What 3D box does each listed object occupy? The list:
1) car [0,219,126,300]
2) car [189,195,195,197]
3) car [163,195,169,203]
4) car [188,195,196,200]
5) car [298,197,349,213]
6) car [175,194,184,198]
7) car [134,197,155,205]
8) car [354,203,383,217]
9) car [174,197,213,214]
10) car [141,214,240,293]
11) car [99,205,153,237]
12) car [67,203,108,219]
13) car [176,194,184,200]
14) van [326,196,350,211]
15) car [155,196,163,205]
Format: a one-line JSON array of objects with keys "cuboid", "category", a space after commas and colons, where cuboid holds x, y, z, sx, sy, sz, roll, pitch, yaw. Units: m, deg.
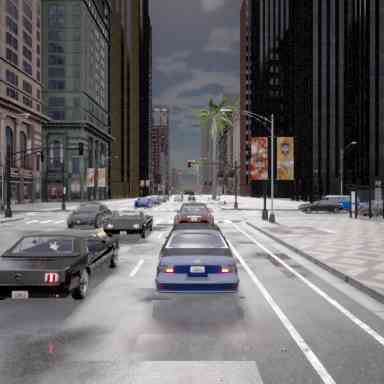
[{"cuboid": [-3.151, 1.600, 8.335, 1.895, 1.301, 4.718, 0, 0, 0], "category": "car"}, {"cuboid": [-0.021, 1.529, 81.255, 1.812, 1.442, 4.674, 0, 0, 0], "category": "car"}, {"cuboid": [-6.518, 1.559, 69.154, 1.994, 1.385, 4.181, 0, 0, 0], "category": "car"}, {"cuboid": [-0.023, 1.546, 91.476, 2.033, 1.411, 5.357, 0, 0, 0], "category": "car"}, {"cuboid": [13.730, 1.509, 35.471, 4.674, 1.442, 1.812, 0, 0, 2], "category": "car"}, {"cuboid": [-3.271, 1.521, 80.402, 1.812, 1.442, 4.674, 0, 0, 0], "category": "car"}, {"cuboid": [-6.607, 1.479, 44.971, 1.882, 1.535, 5.008, 0, 0, 0], "category": "car"}, {"cuboid": [17.064, 1.548, 29.613, 4.403, 1.369, 2.008, 0, 0, 0], "category": "car"}, {"cuboid": [0.116, 1.352, 18.406, 2.097, 1.767, 4.553, 0, 0, 0], "category": "car"}, {"cuboid": [0.100, 1.547, 8.963, 2.033, 1.411, 5.357, 0, 0, 0], "category": "car"}, {"cuboid": [-3.159, 1.600, 17.503, 1.895, 1.301, 4.718, 0, 0, 0], "category": "car"}, {"cuboid": [-6.604, 1.505, 21.816, 1.837, 1.490, 4.892, 0, 0, 0], "category": "car"}, {"cuboid": [-3.273, 1.316, 90.405, 1.882, 1.535, 5.008, 0, 0, 0], "category": "car"}, {"cuboid": [17.057, 1.314, 38.137, 3.998, 1.788, 1.690, 0, 0, 0], "category": "van"}, {"cuboid": [-6.602, 1.528, 57.738, 1.812, 1.442, 4.674, 0, 0, 0], "category": "car"}]
